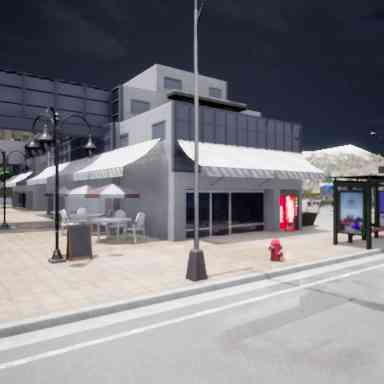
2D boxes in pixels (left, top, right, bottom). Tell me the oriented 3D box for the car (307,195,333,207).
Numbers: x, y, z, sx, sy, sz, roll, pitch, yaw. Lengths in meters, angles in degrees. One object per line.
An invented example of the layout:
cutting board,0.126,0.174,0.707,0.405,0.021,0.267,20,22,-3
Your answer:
car,19.116,1.323,48.778,5.027,1.636,2.152,0,0,-36

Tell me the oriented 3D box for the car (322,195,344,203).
car,28.397,1.458,66.892,4.514,1.523,2.007,0,0,-36
